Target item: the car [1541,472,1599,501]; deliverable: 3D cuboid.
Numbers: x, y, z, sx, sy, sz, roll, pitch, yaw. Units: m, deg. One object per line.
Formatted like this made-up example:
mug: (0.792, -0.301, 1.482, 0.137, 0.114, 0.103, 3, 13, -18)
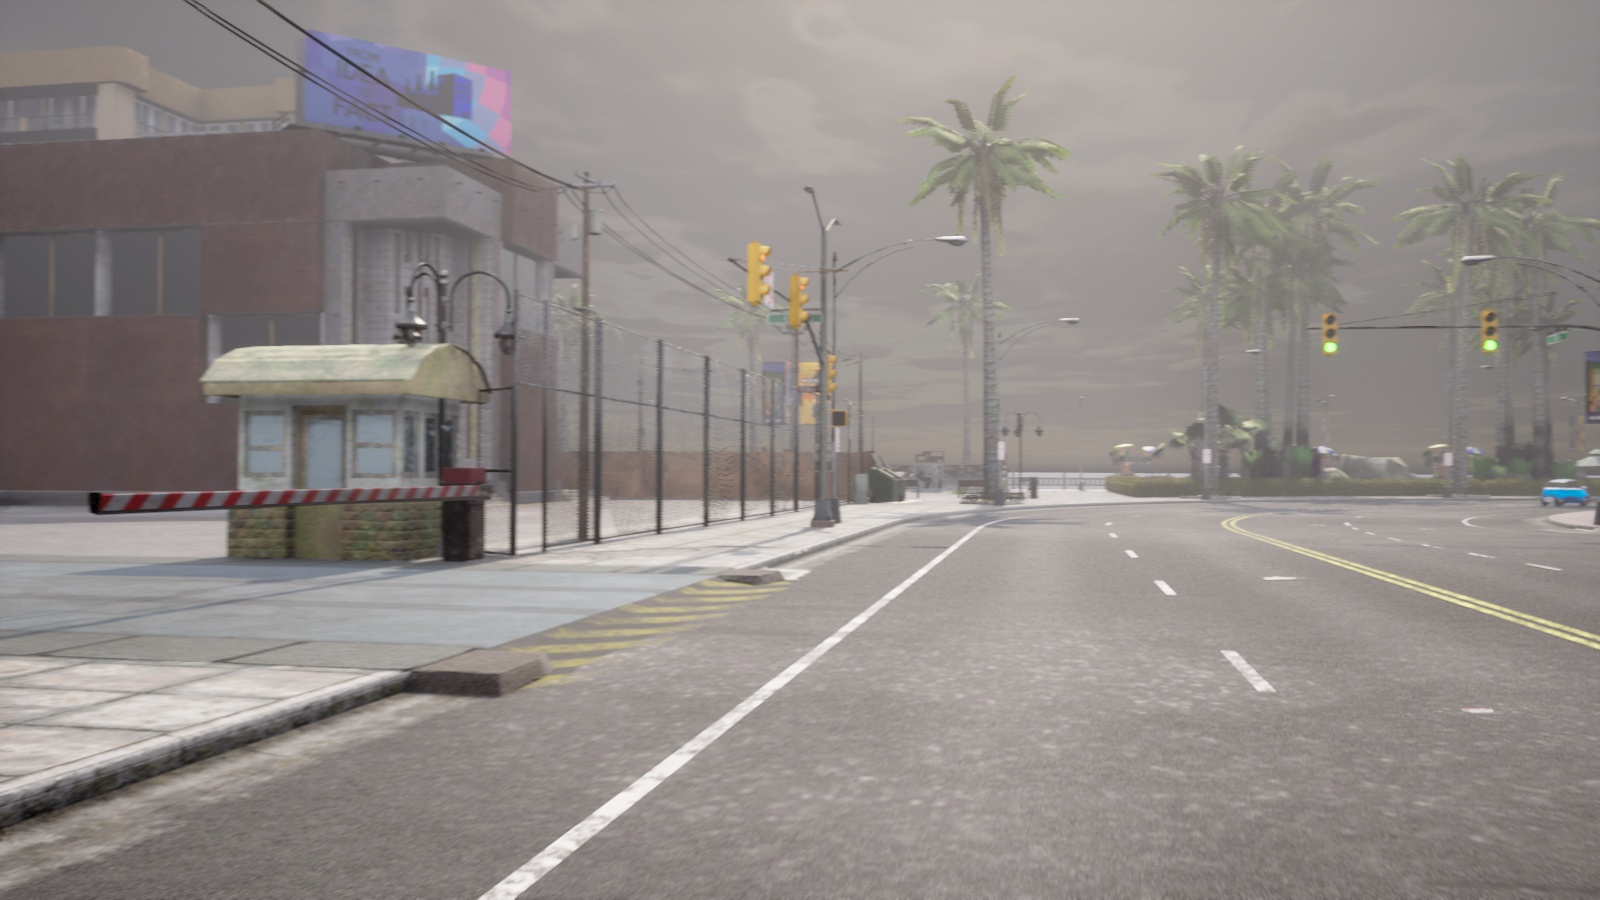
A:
car: (38.437, 1.816, 62.681, 2.207, 1.376, 1.481, 0, -1, -23)
